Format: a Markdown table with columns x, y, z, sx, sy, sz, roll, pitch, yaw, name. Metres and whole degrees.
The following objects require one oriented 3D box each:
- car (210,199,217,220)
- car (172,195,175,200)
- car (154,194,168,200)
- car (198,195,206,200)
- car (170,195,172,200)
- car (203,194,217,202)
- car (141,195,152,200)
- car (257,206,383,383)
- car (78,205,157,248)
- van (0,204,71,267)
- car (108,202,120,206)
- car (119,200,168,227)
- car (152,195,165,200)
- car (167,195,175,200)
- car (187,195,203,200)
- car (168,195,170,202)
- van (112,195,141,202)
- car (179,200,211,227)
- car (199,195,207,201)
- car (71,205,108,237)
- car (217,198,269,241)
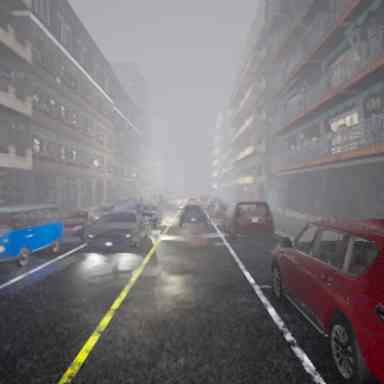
| x | y | z | sx | sy | sz | roll | pitch | yaw | name |
| --- | --- | --- | --- | --- | --- | --- | --- | --- | --- |
| 2.679 | 1.553 | 27.880 | 1.802 | 1.307 | 4.206 | -1 | 0 | 0 | car |
| -5.703 | 1.453 | 84.381 | 1.752 | 1.417 | 4.829 | -1 | 0 | 0 | car |
| -5.705 | 1.261 | 56.231 | 2.192 | 1.841 | 5.009 | -1 | 0 | 0 | car |
| 2.678 | 1.507 | 90.182 | 1.802 | 1.307 | 4.206 | -1 | 0 | 0 | car |
| -5.702 | 1.504 | 67.558 | 1.947 | 1.339 | 4.313 | -1 | 0 | 0 | car |
| 2.677 | 1.401 | 39.208 | 1.967 | 1.590 | 4.097 | -1 | 0 | 0 | car |
| -5.715 | 1.280 | 33.574 | 2.192 | 1.841 | 5.009 | -1 | 0 | 0 | car |
| 2.676 | 1.309 | 5.224 | 2.192 | 1.841 | 5.009 | -1 | 0 | 0 | car |
| -3.044 | 1.531 | 14.893 | 2.033 | 1.411 | 5.357 | 0 | 0 | 1 | car |
| -5.670 | 1.328 | 10.919 | 1.690 | 1.788 | 3.998 | -1 | 0 | 0 | van |
| -5.671 | 1.558 | 22.246 | 1.802 | 1.307 | 4.206 | -1 | 0 | 0 | car |
| -3.001 | 1.481 | 21.455 | 2.128 | 1.511 | 4.902 | 0 | 0 | 0 | car |
| -5.702 | 1.501 | 50.567 | 2.008 | 1.369 | 4.403 | -1 | 0 | 0 | car |
| -5.703 | 1.450 | 90.045 | 1.752 | 1.417 | 4.829 | -1 | 0 | 0 | car |
| 0.097 | 1.433 | 44.715 | 1.882 | 1.535 | 5.008 | 0 | 0 | 0 | car |
| -5.703 | 1.382 | 61.894 | 1.967 | 1.590 | 4.097 | -1 | 0 | 0 | car |
| -5.686 | 1.311 | 27.911 | 1.690 | 1.788 | 3.998 | -1 | 0 | 0 | van |
| 0.085 | 1.501 | 22.585 | 1.812 | 1.442 | 4.674 | 0 | 0 | 0 | car |
| 2.678 | 1.494 | 84.518 | 1.947 | 1.339 | 4.313 | -1 | 0 | 0 | car |
| -5.668 | 1.563 | 16.583 | 1.802 | 1.307 | 4.206 | -1 | 0 | 0 | car |
| 2.676 | 1.297 | 16.553 | 2.192 | 1.841 | 5.009 | -1 | 0 | 0 | car |
